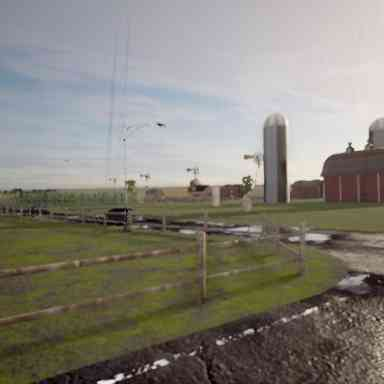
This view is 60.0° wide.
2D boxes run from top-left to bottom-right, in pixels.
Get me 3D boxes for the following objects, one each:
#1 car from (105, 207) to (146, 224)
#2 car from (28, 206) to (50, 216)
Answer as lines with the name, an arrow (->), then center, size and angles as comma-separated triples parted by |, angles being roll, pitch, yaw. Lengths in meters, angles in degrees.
car -> -5.928, 2.059, 29.288 | 1.812, 1.442, 4.674 | -2, 0, -44
car -> -21.296, 2.581, 46.173 | 1.994, 1.385, 4.181 | -1, 0, -41
